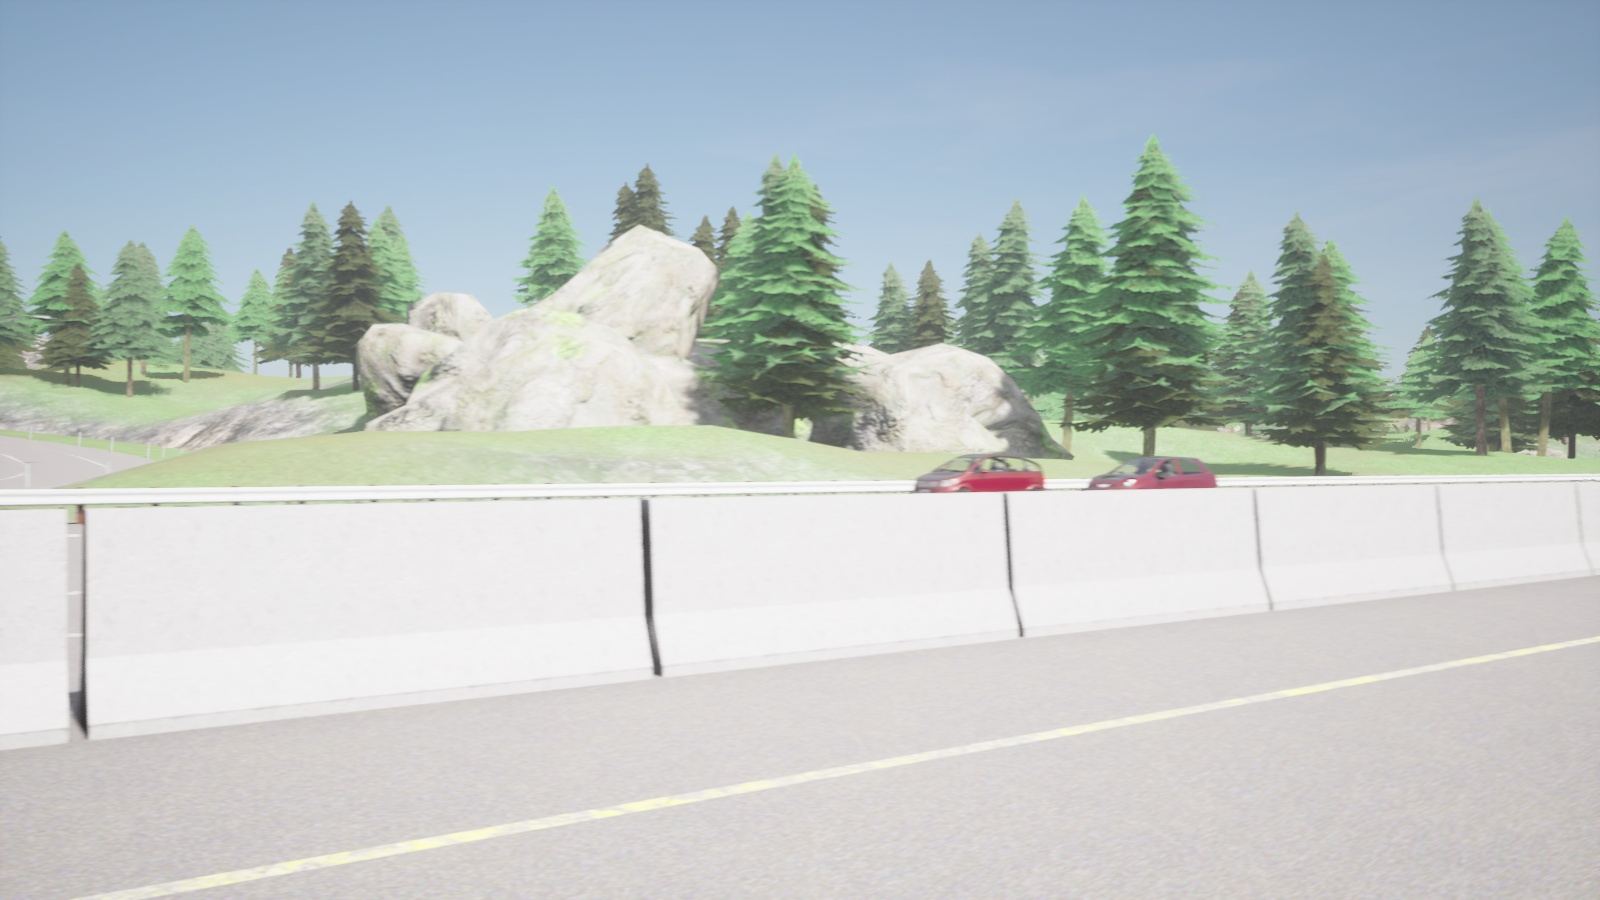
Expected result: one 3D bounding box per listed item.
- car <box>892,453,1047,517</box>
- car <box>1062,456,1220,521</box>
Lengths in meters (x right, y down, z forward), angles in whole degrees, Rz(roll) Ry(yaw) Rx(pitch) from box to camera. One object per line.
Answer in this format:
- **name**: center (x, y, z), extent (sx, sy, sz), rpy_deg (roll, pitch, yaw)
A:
- **car**: center (4.386, 0.857, 32.296), extent (3.705, 1.549, 1.789), rpy_deg (0, 0, -35)
- **car**: center (8.378, 0.888, 30.810), extent (3.633, 1.501, 1.845), rpy_deg (0, 0, -35)
